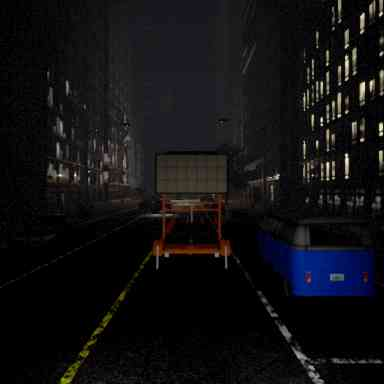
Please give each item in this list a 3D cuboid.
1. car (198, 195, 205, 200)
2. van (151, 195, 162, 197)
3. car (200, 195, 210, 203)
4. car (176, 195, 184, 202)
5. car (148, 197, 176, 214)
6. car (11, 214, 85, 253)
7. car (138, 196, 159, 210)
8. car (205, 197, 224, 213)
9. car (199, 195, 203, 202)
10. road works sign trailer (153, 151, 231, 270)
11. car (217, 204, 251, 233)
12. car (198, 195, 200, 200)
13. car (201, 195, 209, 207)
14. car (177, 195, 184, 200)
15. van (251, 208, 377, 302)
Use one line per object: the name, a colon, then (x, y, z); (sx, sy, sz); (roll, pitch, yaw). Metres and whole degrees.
car: (2.638, 1.459, 93.390); (1.887, 1.381, 4.507); (0, 0, 0)
van: (-5.721, 1.326, 53.542); (1.690, 1.788, 3.998); (0, 0, 0)
car: (2.650, 1.398, 70.620); (1.967, 1.590, 4.097); (0, 0, 0)
car: (-3.045, 1.441, 76.695); (1.837, 1.490, 4.892); (0, 0, 0)
car: (-3.121, 1.545, 35.548); (2.033, 1.411, 5.357); (0, 0, 0)
car: (-5.699, 1.581, 13.693); (1.802, 1.307, 4.206); (0, 0, 0)
car: (-5.715, 1.546, 42.157); (2.008, 1.369, 4.403); (0, 0, 0)
car: (2.669, 1.579, 36.466); (1.802, 1.307, 4.206); (0, 0, 0)
car: (2.660, 1.536, 53.543); (2.008, 1.369, 4.403); (0, 0, 0)
road works sign trailer: (-0.006, 0.464, 11.021); (2.380, 3.560, 2.880); (0, 0, 0)
car: (2.679, 1.581, 19.388); (1.802, 1.307, 4.206); (0, 0, 0)
car: (2.654, 1.408, 64.928); (1.967, 1.590, 4.097); (0, 0, 0)
car: (2.663, 1.542, 47.850); (2.008, 1.369, 4.403); (0, 0, 0)
car: (-3.053, 1.458, 91.017); (1.812, 1.442, 4.674); (0, 0, 0)
van: (2.686, 1.341, 8.004); (1.690, 1.788, 3.998); (0, 0, 0)
